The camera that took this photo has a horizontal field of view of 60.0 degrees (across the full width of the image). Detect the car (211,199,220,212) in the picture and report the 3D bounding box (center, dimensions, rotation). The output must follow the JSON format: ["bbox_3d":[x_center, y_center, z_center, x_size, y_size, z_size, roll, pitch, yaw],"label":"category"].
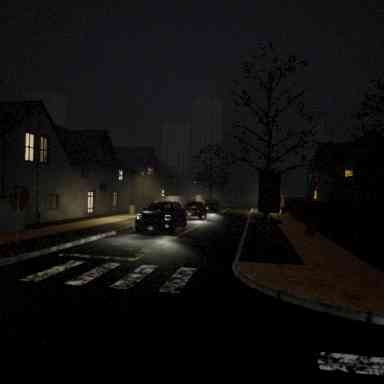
[{"bbox_3d":[2.226,1.561,39.587,2.128,1.511,4.902,1,0,11],"label":"car"}]

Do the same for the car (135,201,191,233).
[{"bbox_3d":[-1.699,1.335,19.526,2.097,1.767,4.553,1,0,11],"label":"car"}]

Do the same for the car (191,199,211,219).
[{"bbox_3d":[0.222,1.550,29.388,1.812,1.442,4.674,1,0,11],"label":"car"}]
